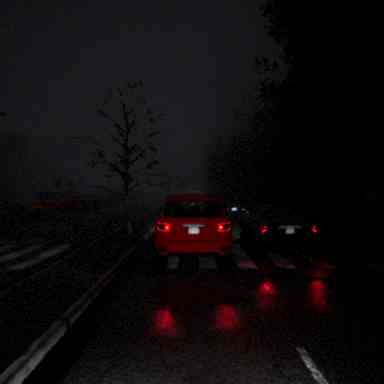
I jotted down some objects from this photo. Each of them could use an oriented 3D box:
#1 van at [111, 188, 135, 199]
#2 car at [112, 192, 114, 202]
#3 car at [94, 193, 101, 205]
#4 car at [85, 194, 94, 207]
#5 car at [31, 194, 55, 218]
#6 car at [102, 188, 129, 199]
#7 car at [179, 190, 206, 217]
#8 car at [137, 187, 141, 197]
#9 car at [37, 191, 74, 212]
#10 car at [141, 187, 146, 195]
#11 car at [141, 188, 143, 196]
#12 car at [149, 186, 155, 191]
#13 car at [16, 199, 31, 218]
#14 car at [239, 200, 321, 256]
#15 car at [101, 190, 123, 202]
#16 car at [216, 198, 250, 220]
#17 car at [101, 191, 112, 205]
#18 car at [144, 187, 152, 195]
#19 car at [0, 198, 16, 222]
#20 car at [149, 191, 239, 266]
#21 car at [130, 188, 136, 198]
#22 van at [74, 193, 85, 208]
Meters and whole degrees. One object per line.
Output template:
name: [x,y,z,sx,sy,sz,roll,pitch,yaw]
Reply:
van: [-13.964,0.267,67.270,4.442,1.987,1.878,-1,2,-20]
car: [-13.838,0.976,46.447,4.792,1.488,2.163,-1,1,-20]
car: [-13.896,1.078,40.451,4.792,1.488,2.163,-1,1,-20]
car: [-13.867,1.127,37.480,4.674,1.452,2.002,-1,1,-20]
car: [-13.706,1.207,25.610,5.366,1.575,1.946,-1,0,-20]
car: [-13.889,0.515,55.368,5.566,2.045,2.435,-1,2,-20]
car: [0.068,0.914,28.753,2.150,2.045,5.566,0,1,0]
car: [-13.822,0.295,70.306,4.553,1.767,2.185,-1,2,-20]
car: [-13.848,1.032,31.518,4.553,1.767,2.185,-1,1,-20]
car: [-13.820,0.311,76.299,4.792,1.488,2.163,-1,1,-20]
car: [-13.843,0.392,73.282,4.674,1.452,2.002,-1,2,-20]
car: [-14.006,-0.137,94.223,5.366,1.575,1.946,-1,2,-20]
car: [-13.908,1.268,22.548,4.792,1.488,2.163,-1,1,-20]
car: [3.057,1.195,12.427,2.097,1.767,4.553,0,1,0]
car: [-13.858,0.868,52.404,4.674,1.452,2.002,-1,2,-20]
car: [3.046,1.262,26.030,2.033,1.411,5.357,0,1,0]
car: [-13.696,0.991,43.520,5.366,1.575,1.946,-1,1,-20]
car: [-13.812,0.033,88.302,4.792,1.488,2.163,-1,1,-20]
car: [-13.711,1.257,19.644,5.366,1.575,1.946,-1,0,-20]
car: [0.051,1.073,11.103,2.150,2.045,5.566,0,0,0]
car: [-13.834,0.376,61.362,5.566,2.045,2.435,-1,1,-20]
van: [-13.769,0.899,34.544,4.442,1.987,1.878,-1,0,-20]
